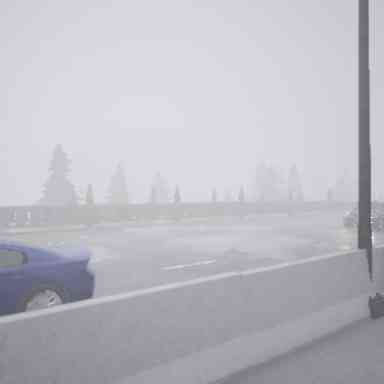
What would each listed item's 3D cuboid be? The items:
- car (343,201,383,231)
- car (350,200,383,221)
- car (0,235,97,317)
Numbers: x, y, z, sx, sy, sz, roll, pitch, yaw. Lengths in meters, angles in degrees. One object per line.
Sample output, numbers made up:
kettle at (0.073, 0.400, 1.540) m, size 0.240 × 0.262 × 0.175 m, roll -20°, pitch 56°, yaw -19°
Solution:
car at (11.433, 1.359, 20.756) m, size 4.553 × 1.767 × 2.097 m, roll 0°, pitch 0°, yaw -35°
car at (15.747, 1.501, 28.132) m, size 4.902 × 1.511 × 2.128 m, roll 0°, pitch 0°, yaw -35°
car at (-4.125, 1.480, 5.349) m, size 5.008 × 1.535 × 1.882 m, roll 0°, pitch 0°, yaw -36°
